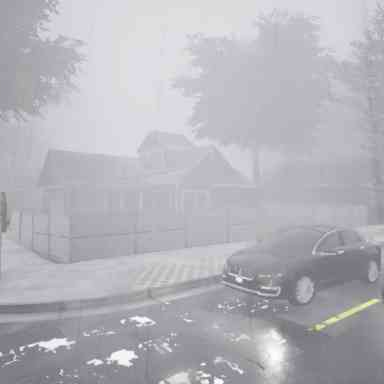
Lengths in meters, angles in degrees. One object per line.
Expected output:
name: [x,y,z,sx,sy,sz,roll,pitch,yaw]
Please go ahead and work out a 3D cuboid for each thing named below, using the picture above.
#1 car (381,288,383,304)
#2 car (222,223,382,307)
car: [5.862,1.618,6.919,5.357,1.411,2.033,1,-1,-39]
car: [2.924,1.590,8.313,4.892,1.490,1.837,1,-1,-36]
